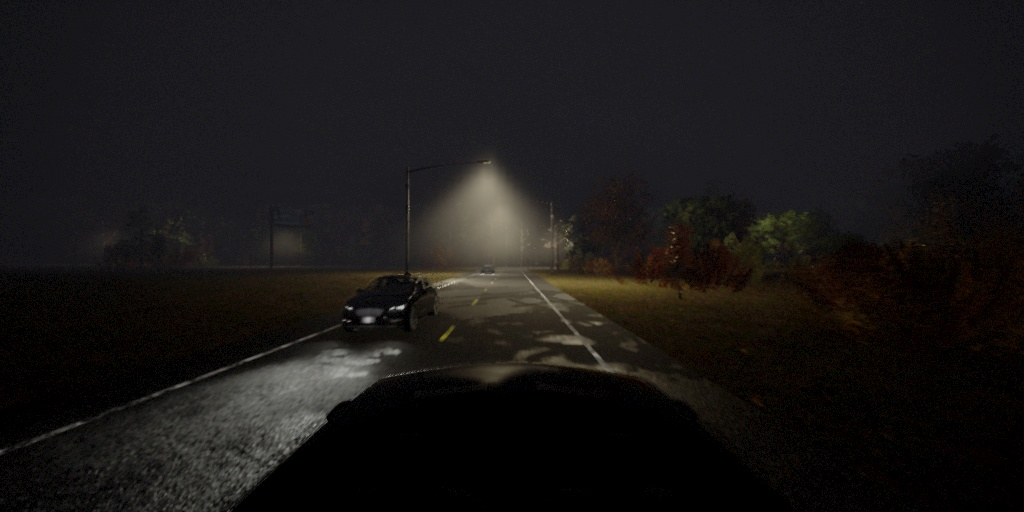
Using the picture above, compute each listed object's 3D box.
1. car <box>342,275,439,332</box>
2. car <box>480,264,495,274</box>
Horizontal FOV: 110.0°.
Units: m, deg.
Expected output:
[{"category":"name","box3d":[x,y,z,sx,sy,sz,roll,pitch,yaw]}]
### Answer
[{"category":"car","box3d":[-3.604,1.365,11.427,2.128,1.511,4.902,0,-1,0]},{"category":"car","box3d":[-3.593,1.940,53.575,1.994,1.385,4.181,0,-1,0]}]
